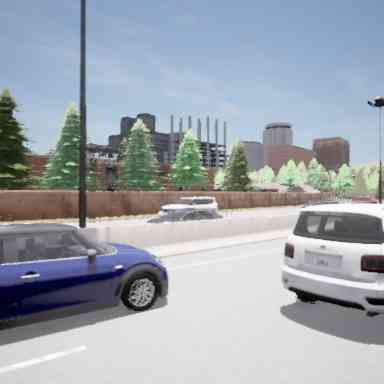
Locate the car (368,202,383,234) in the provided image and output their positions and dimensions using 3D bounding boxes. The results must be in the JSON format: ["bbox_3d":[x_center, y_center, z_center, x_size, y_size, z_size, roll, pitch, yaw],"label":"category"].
[{"bbox_3d":[12.458,1.494,20.142,2.097,1.767,4.553,0,-1,43],"label":"car"}]

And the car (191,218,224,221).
[{"bbox_3d":[-0.349,1.625,17.451,4.892,1.490,1.837,0,0,-42],"label":"car"}]

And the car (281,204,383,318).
[{"bbox_3d":[4.248,1.274,7.284,5.566,2.045,2.150,0,0,-40],"label":"car"}]

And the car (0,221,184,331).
[{"bbox_3d":[-2.681,1.397,6.334,4.553,1.767,2.097,0,-1,-36],"label":"car"}]
